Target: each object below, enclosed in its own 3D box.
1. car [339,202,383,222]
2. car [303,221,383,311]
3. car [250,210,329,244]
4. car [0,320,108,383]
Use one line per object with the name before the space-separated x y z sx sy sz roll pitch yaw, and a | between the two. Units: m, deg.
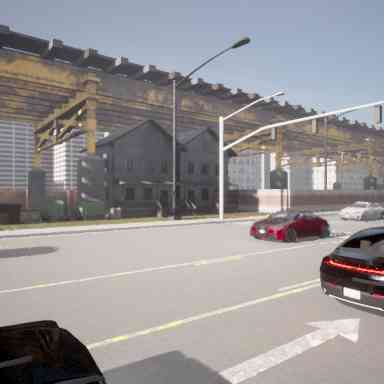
car | 13.670 1.525 26.588 4.674 1.442 1.812 0 0 -35
car | 4.741 1.505 7.147 4.892 1.490 1.837 0 0 -35
car | 4.741 1.564 15.946 4.181 1.385 1.994 0 0 -35
car | -2.791 1.601 1.758 4.718 1.301 1.895 0 0 -35
